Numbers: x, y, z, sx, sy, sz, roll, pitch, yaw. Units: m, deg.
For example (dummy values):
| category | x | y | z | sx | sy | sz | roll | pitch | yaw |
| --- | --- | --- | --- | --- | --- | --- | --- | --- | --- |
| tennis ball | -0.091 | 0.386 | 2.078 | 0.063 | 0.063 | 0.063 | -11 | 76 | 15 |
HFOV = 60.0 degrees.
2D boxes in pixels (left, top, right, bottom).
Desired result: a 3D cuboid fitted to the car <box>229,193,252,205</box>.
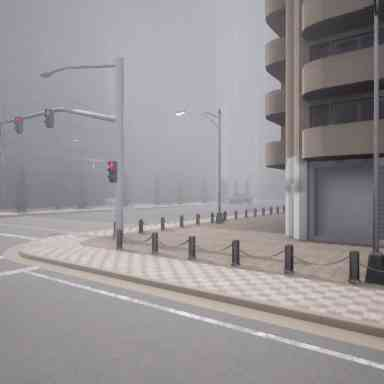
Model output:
| category | x | y | z | sx | sy | sz | roll | pitch | yaw |
| --- | --- | --- | --- | --- | --- | --- | --- | --- | --- |
| car | 8.752 | 1.270 | 59.349 | 2.150 | 2.045 | 5.566 | 0 | 0 | 36 |
